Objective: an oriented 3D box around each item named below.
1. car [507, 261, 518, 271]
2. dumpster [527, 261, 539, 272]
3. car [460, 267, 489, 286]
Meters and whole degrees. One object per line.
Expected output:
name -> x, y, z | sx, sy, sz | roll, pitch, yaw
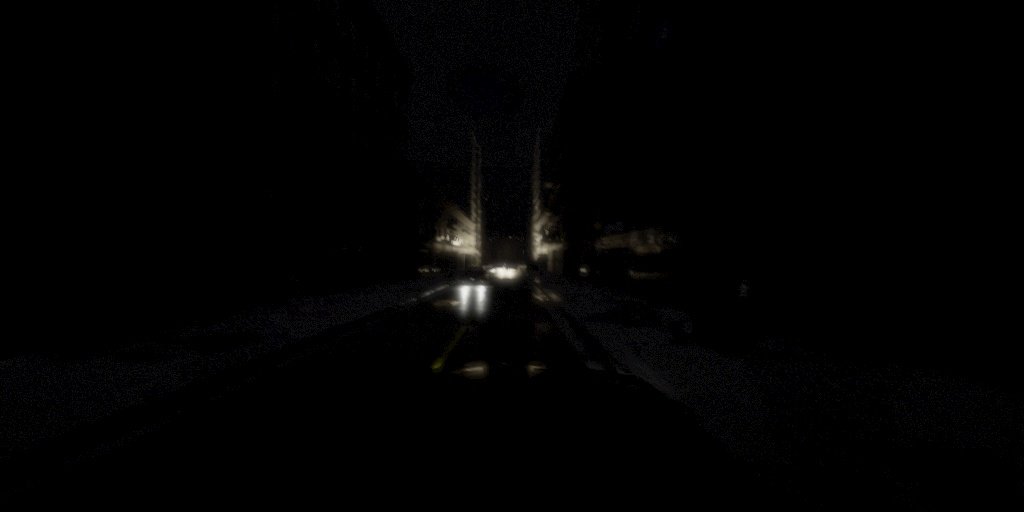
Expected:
car -> 0.029, 1.918, 64.185 | 1.994, 1.385, 4.181 | 0, -1, 1
dumpster -> 3.015, 1.632, 52.806 | 1.020, 1.700, 1.940 | 0, 0, 0
car -> -2.844, 1.559, 28.133 | 1.994, 1.385, 4.181 | 0, -1, 0
